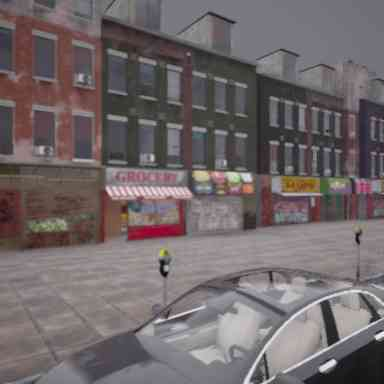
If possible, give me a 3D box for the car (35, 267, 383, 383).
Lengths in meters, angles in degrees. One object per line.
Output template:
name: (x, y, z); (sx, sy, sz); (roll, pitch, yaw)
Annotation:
car: (0.659, 1.552, 3.297); (4.403, 1.369, 2.008); (0, 0, -36)
